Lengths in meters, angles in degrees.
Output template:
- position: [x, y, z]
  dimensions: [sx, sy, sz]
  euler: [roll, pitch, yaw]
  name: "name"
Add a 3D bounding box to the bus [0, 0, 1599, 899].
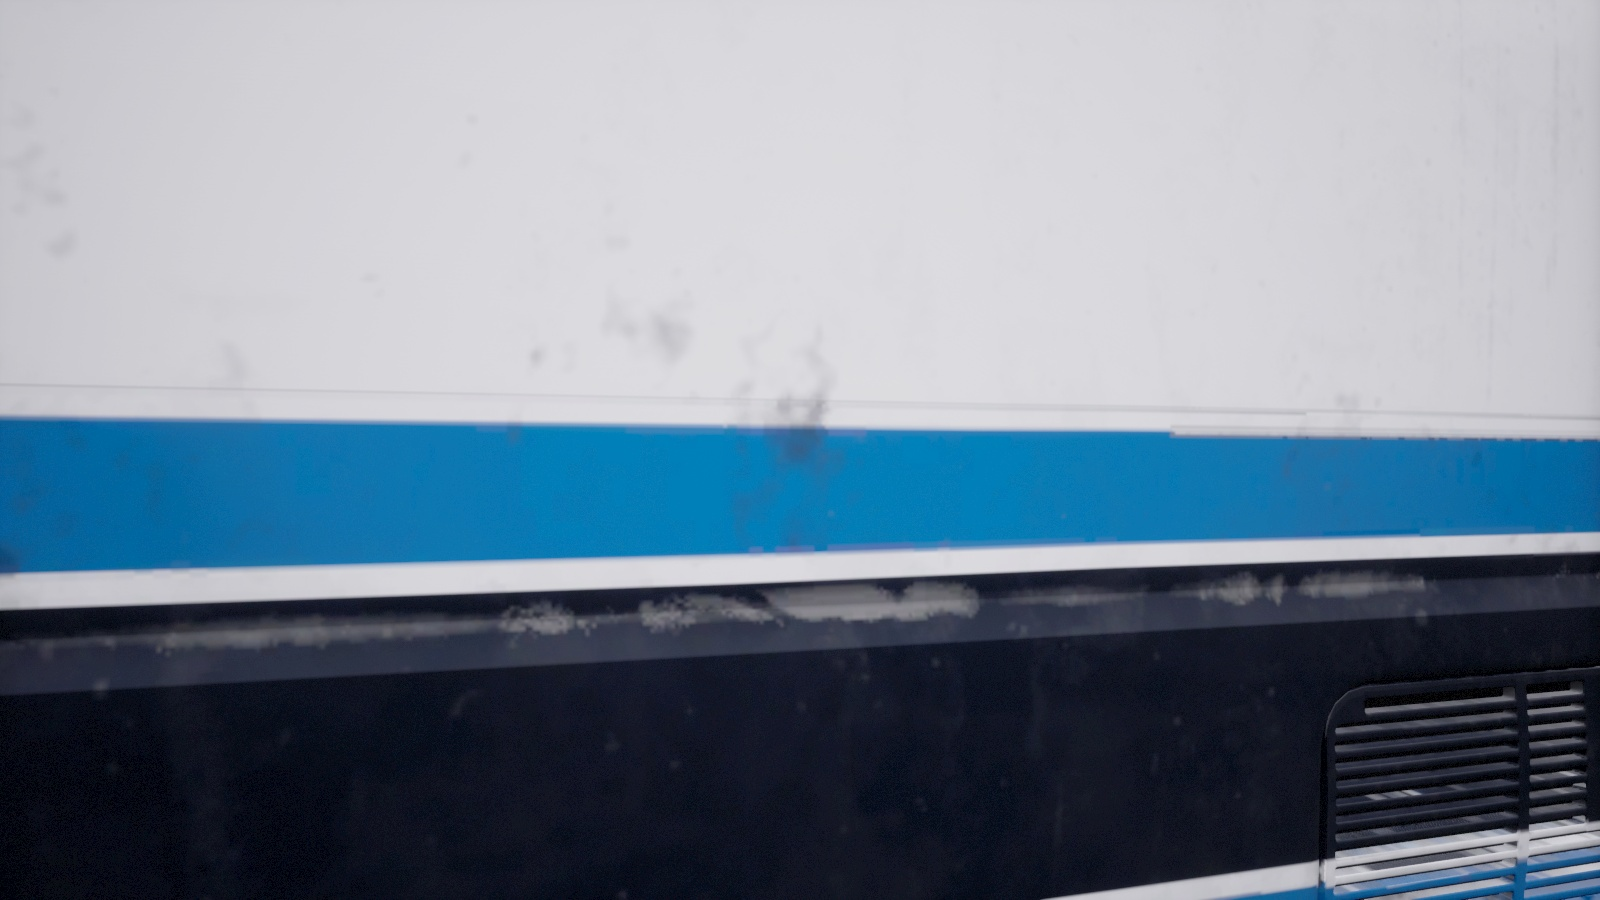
- position: [0.063, -0.632, 3.246]
  dimensions: [10.273, 4.253, 3.944]
  euler: [-1, 1, -21]
  name: "bus"
